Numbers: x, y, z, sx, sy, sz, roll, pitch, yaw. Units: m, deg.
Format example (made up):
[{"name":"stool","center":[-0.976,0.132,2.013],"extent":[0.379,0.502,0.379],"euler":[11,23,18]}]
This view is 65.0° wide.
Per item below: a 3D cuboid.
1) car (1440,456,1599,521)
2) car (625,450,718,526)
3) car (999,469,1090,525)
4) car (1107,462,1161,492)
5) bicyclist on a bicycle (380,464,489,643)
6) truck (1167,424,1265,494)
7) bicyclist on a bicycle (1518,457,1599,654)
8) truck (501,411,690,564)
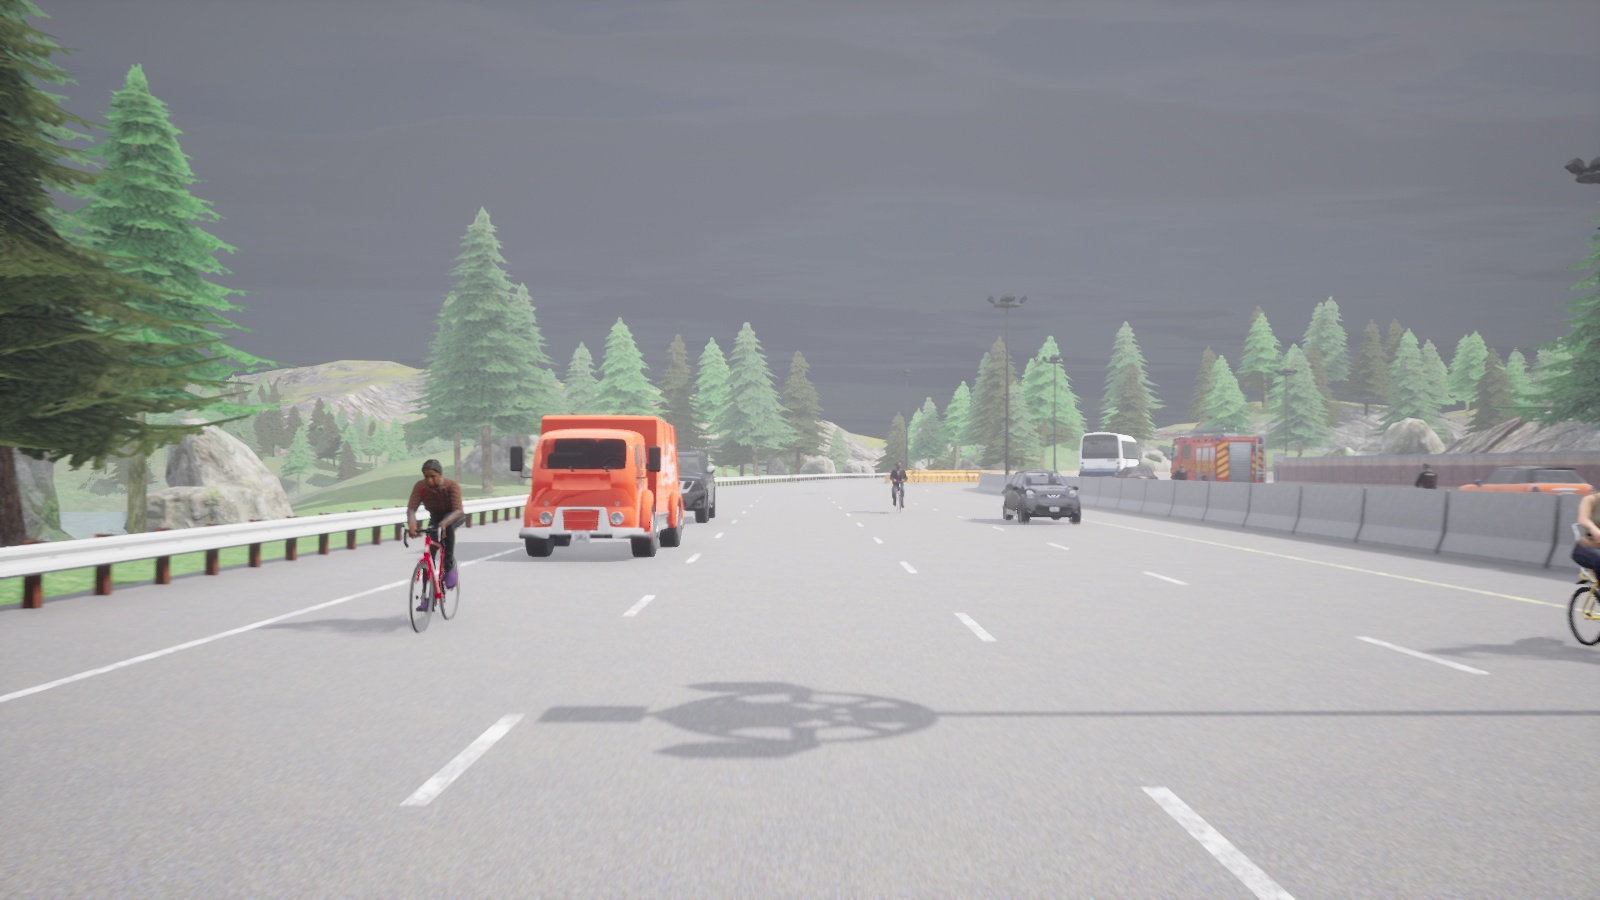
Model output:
[{"name":"car","center":[20.882,1.091,36.615],"extent":[2.097,1.767,4.553],"euler":[0,-1,0]},{"name":"car","center":[-3.618,1.045,36.394],"extent":[2.150,2.045,5.566],"euler":[0,-1,0]},{"name":"car","center":[6.887,1.292,35.750],"extent":[1.845,1.501,3.633],"euler":[0,-1,0]},{"name":"car","center":[20.673,1.663,77.904],"extent":[2.097,1.767,4.553],"euler":[0,-1,0]},{"name":"bicyclist on a bicycle","center":[-3.530,0.946,12.243],"extent":[0.582,1.620,1.656],"euler":[0,0,0]},{"name":"truck","center":[24.187,0.565,73.525],"extent":[2.891,3.827,8.468],"euler":[0,-1,0]},{"name":"bicyclist on a bicycle","center":[6.978,0.866,10.680],"extent":[0.866,1.612,1.509],"euler":[0,-1,0]},{"name":"truck","center":[-3.558,0.660,23.006],"extent":[2.627,2.467,5.204],"euler":[0,-1,0]}]
